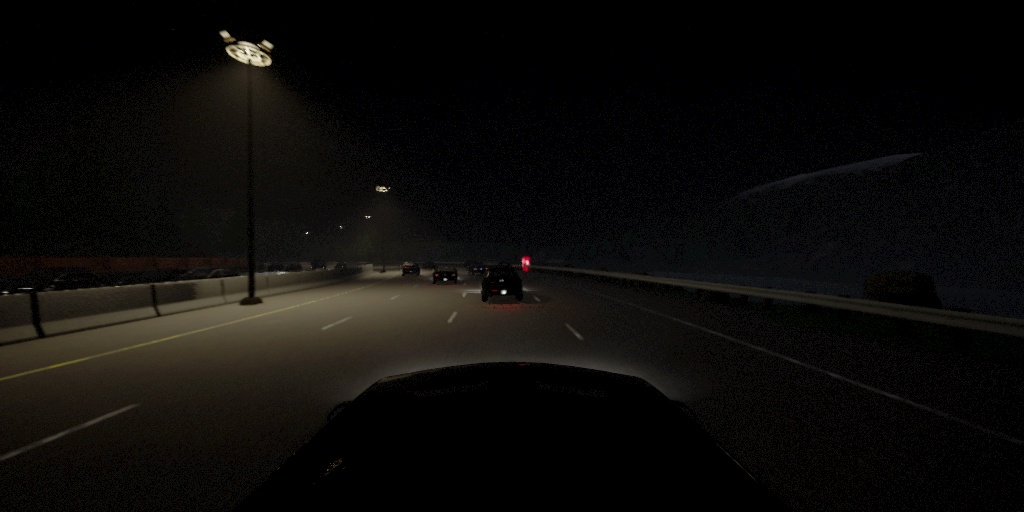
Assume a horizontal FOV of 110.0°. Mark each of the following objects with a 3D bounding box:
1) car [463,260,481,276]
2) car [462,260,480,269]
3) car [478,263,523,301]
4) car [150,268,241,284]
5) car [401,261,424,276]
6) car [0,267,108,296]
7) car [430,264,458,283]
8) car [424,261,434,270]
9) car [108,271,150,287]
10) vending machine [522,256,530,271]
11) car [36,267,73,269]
[{"bbox_3d":[-3.946,1.451,40.864,2.033,1.411,5.357,-1,0,-15],"label":"car"},{"bbox_3d":[-7.221,1.480,63.111,1.882,1.535,5.008,0,0,-21],"label":"car"},{"bbox_3d":[-0.596,1.307,17.936,1.837,1.490,4.892,0,0,-6],"label":"car"},{"bbox_3d":[-18.948,1.523,22.209,2.128,1.511,4.902,-1,0,-7],"label":"car"},{"bbox_3d":[-11.568,1.487,41.350,2.128,1.511,4.902,0,0,-14],"label":"car"},{"bbox_3d":[-25.773,1.612,20.440,1.837,1.490,4.892,-1,-1,-7],"label":"car"},{"bbox_3d":[-5.432,1.491,29.502,1.895,1.301,4.718,-1,0,-9],"label":"car"},{"bbox_3d":[-14.505,1.612,62.523,1.812,1.442,4.674,0,0,-21],"label":"car"},{"bbox_3d":[-22.617,1.554,23.350,1.882,1.535,5.008,-1,0,-8],"label":"car"},{"bbox_3d":[2.019,1.054,50.414,1.100,2.100,0.880,0,0,-15],"label":"vending machine"},{"bbox_3d":[-29.645,1.510,23.031,2.097,1.767,4.553,-1,0,-9],"label":"car"}]
